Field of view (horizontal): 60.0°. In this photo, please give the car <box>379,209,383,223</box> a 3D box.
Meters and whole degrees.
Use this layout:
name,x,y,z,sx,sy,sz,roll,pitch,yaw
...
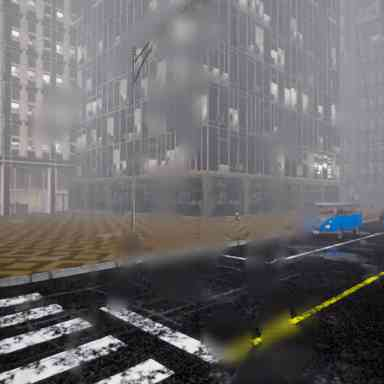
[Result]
name,x,y,z,sx,sy,sz,roll,pitch,yaw
car,15.657,1.616,25.178,4.507,1.381,1.887,0,0,-44

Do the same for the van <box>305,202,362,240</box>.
name,x,y,z,sx,sy,sz,roll,pitch,yaw
van,7.424,1.400,17.325,3.998,1.788,1.690,0,0,-44
